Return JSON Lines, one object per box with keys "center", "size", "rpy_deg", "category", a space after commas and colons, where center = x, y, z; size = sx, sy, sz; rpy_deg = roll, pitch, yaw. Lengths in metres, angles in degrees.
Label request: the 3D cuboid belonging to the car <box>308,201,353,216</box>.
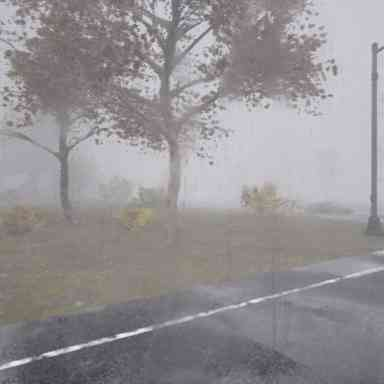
{"center": [13.799, 1.616, 33.248], "size": [1.994, 1.385, 4.181], "rpy_deg": [0, 1, -35], "category": "car"}
